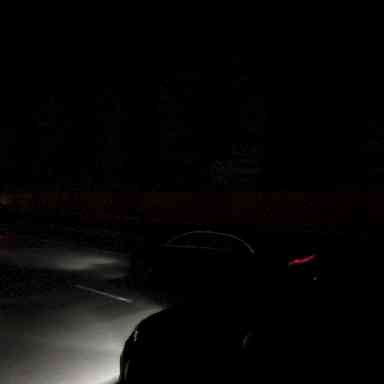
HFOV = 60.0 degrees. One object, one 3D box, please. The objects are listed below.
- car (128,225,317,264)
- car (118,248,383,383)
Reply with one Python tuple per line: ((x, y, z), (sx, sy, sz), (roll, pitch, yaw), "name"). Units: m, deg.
((0.517, 1.561, 8.083), (4.902, 1.511, 2.128), (-1, -1, 37), "car")
((1.247, 1.589, 3.195), (4.181, 1.385, 1.994), (0, -1, 36), "car")
